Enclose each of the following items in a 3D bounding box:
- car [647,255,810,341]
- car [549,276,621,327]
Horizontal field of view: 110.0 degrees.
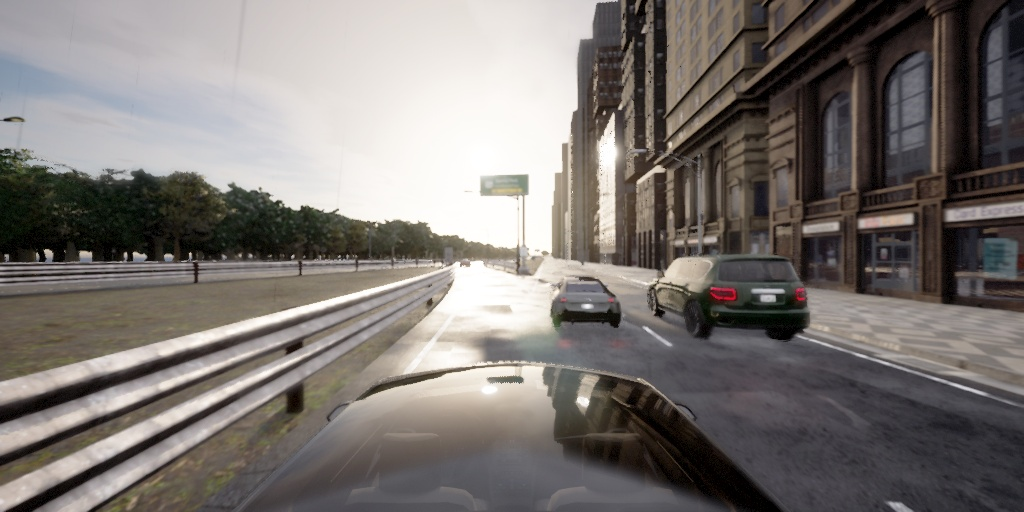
[{"bbox_3d":[5.605,0.990,10.169,2.150,2.045,5.566,0,0,5],"label":"car"},{"bbox_3d":[2.244,1.353,11.804,1.994,1.385,4.181,0,0,5],"label":"car"}]
